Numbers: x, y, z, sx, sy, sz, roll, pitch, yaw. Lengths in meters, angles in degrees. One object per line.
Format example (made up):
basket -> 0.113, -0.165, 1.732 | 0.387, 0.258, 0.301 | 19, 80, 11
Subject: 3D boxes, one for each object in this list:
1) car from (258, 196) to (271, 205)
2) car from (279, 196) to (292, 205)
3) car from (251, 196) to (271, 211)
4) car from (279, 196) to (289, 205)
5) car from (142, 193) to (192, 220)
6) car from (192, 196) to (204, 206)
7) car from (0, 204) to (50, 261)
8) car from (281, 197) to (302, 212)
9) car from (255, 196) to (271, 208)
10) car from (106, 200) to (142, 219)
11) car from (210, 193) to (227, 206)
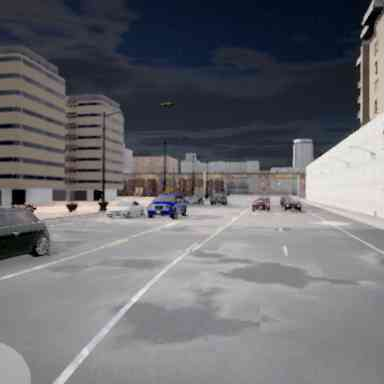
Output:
car -> 12.823, 1.478, 58.750 | 2.033, 1.411, 5.357 | 0, 0, 14
car -> 16.226, 1.443, 57.931 | 2.128, 1.511, 4.902 | 0, 0, 14
car -> 8.221, 1.477, 39.381 | 1.812, 1.442, 4.674 | 0, 0, 14
car -> 14.053, 1.466, 48.851 | 1.837, 1.490, 4.892 | 0, 0, 14
car -> -1.917, 1.145, 27.792 | 2.150, 2.045, 5.566 | 0, 0, 14
car -> 0.597, 1.371, 52.914 | 2.128, 1.511, 4.902 | 0, 0, 14
car -> -6.435, 1.294, 9.863 | 2.097, 1.767, 4.553 | 0, 0, 16
car -> 11.713, 1.572, 38.939 | 1.895, 1.301, 4.718 | 0, 0, 14
car -> 10.524, 1.433, 49.181 | 2.128, 1.511, 4.902 | 0, 0, 14
car -> -5.457, 1.430, 28.044 | 1.812, 1.442, 4.674 | 0, 0, 14
car -> 4.368, 1.124, 53.562 | 2.150, 2.045, 5.566 | 0, 0, 14
